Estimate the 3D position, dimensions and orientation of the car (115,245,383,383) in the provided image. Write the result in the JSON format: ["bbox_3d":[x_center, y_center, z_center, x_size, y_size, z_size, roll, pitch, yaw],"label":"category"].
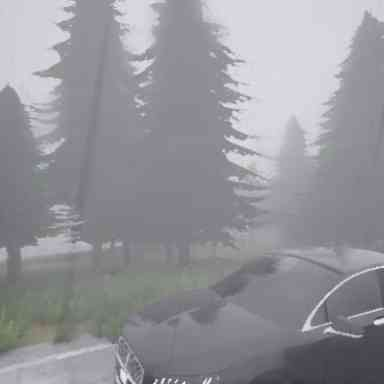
[{"bbox_3d":[1.548,1.499,4.138,4.892,1.490,1.837,2,0,-27],"label":"car"}]
